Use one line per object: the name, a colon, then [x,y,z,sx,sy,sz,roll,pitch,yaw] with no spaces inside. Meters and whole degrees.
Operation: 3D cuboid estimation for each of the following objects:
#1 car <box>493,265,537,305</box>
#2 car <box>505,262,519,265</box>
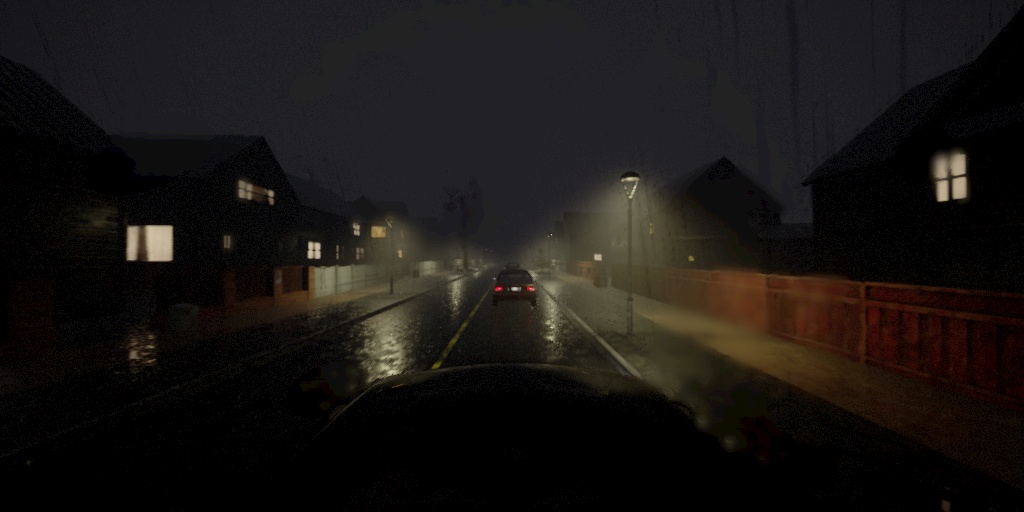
car: [0.108,1.302,16.066,2.033,1.411,5.357,0,0,0]
car: [0.119,1.346,36.896,1.994,1.385,4.181,0,0,0]
